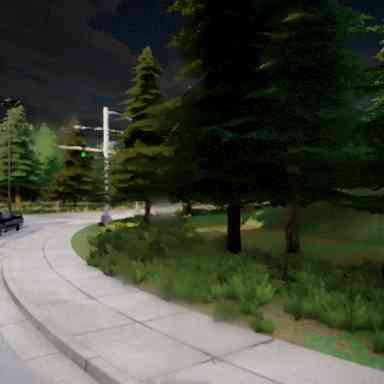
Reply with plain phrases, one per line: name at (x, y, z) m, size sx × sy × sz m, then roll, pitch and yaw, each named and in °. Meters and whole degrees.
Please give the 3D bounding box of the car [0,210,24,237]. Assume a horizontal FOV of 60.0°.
car at (-10.781, 1.644, 18.128) m, size 1.895 × 1.301 × 4.718 m, roll 0°, pitch 0°, yaw -12°
